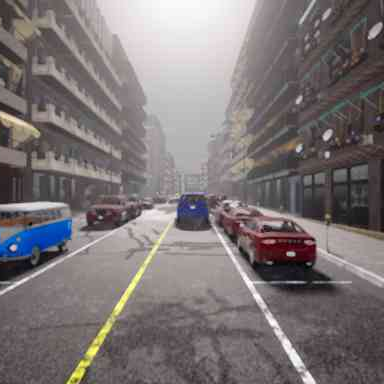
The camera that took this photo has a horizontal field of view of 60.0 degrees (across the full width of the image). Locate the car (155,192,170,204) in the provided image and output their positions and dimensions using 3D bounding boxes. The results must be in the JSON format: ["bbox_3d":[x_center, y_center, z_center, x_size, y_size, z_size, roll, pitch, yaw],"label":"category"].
[{"bbox_3d":[-5.417,0.948,55.135,2.192,1.841,5.009,1,0,0],"label":"car"}]

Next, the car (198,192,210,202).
[{"bbox_3d":[2.403,0.893,66.161,2.192,1.841,5.009,1,0,0],"label":"car"}]

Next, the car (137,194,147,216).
[{"bbox_3d":[-5.352,1.113,27.483,2.192,1.841,5.009,1,0,0],"label":"car"}]

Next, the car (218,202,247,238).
[{"bbox_3d":[2.549,1.417,16.381,1.887,1.381,4.507,1,0,0],"label":"car"}]

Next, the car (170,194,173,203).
[{"bbox_3d":[-2.877,1.174,56.223,2.033,1.411,5.357,0,0,0],"label":"car"}]

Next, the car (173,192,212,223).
[{"bbox_3d":[0.048,1.045,23.676,2.150,2.045,5.566,0,1,0],"label":"car"}]

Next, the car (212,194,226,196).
[{"bbox_3d":[2.481,1.073,32.973,2.192,1.841,5.009,1,0,0],"label":"car"}]

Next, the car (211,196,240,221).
[{"bbox_3d":[2.546,1.273,21.912,1.967,1.590,4.097,1,0,0],"label":"car"}]

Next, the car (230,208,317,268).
[{"bbox_3d":[2.562,1.458,10.852,1.887,1.381,4.507,1,0,0],"label":"car"}]

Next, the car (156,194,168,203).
[{"bbox_3d":[-5.435,1.151,60.668,1.887,1.381,4.507,1,0,0],"label":"car"}]

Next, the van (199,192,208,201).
[{"bbox_3d":[2.390,0.896,71.693,1.690,1.788,3.998,1,0,0],"label":"van"}]

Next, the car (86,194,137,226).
[{"bbox_3d":[-5.339,1.151,21.953,2.192,1.841,5.009,1,0,0],"label":"car"}]

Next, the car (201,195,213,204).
[{"bbox_3d":[2.424,1.212,55.100,1.802,1.307,4.206,1,0,0],"label":"car"}]

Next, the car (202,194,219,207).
[{"bbox_3d":[2.452,1.130,44.037,1.967,1.590,4.097,1,0,0],"label":"car"}]

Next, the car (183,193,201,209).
[{"bbox_3d":[0.006,1.059,41.309,2.097,1.767,4.553,0,0,0],"label":"car"}]

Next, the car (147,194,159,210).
[{"bbox_3d":[-5.384,1.292,38.547,1.947,1.339,4.313,1,0,0],"label":"car"}]

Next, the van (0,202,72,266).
[{"bbox_3d":[-5.314,1.257,10.893,1.690,1.788,3.998,1,0,0],"label":"van"}]

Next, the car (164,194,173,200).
[{"bbox_3d":[-5.475,1.118,77.262,1.802,1.307,4.206,1,0,0],"label":"car"}]
